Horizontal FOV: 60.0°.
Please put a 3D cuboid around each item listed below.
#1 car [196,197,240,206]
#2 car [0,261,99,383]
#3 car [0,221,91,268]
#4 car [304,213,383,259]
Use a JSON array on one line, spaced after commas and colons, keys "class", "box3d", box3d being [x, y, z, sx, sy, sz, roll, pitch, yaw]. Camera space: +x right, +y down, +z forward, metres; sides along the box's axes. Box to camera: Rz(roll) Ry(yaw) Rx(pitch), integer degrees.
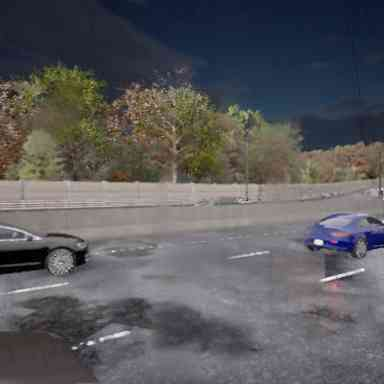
[{"class": "car", "box3d": [3.131, 1.295, 36.293, 4.553, 1.767, 2.097, 0, 0, -35]}, {"class": "car", "box3d": [-3.104, 1.553, 1.535, 5.357, 1.411, 2.033, 0, 0, -35]}, {"class": "car", "box3d": [-5.179, 1.490, 8.651, 4.902, 1.511, 2.128, 0, 0, -36]}, {"class": "car", "box3d": [6.082, 1.496, 12.393, 4.674, 1.442, 1.812, 0, 0, -36]}]
